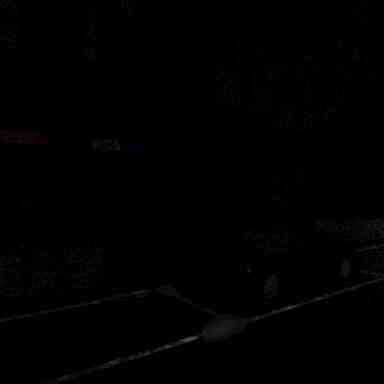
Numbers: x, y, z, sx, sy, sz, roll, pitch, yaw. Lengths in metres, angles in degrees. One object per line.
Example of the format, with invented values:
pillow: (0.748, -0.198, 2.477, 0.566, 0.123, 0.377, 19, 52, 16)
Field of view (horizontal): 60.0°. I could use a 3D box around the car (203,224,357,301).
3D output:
car: (2.319, 1.542, 8.302, 4.507, 1.381, 1.887, 0, 0, -35)
